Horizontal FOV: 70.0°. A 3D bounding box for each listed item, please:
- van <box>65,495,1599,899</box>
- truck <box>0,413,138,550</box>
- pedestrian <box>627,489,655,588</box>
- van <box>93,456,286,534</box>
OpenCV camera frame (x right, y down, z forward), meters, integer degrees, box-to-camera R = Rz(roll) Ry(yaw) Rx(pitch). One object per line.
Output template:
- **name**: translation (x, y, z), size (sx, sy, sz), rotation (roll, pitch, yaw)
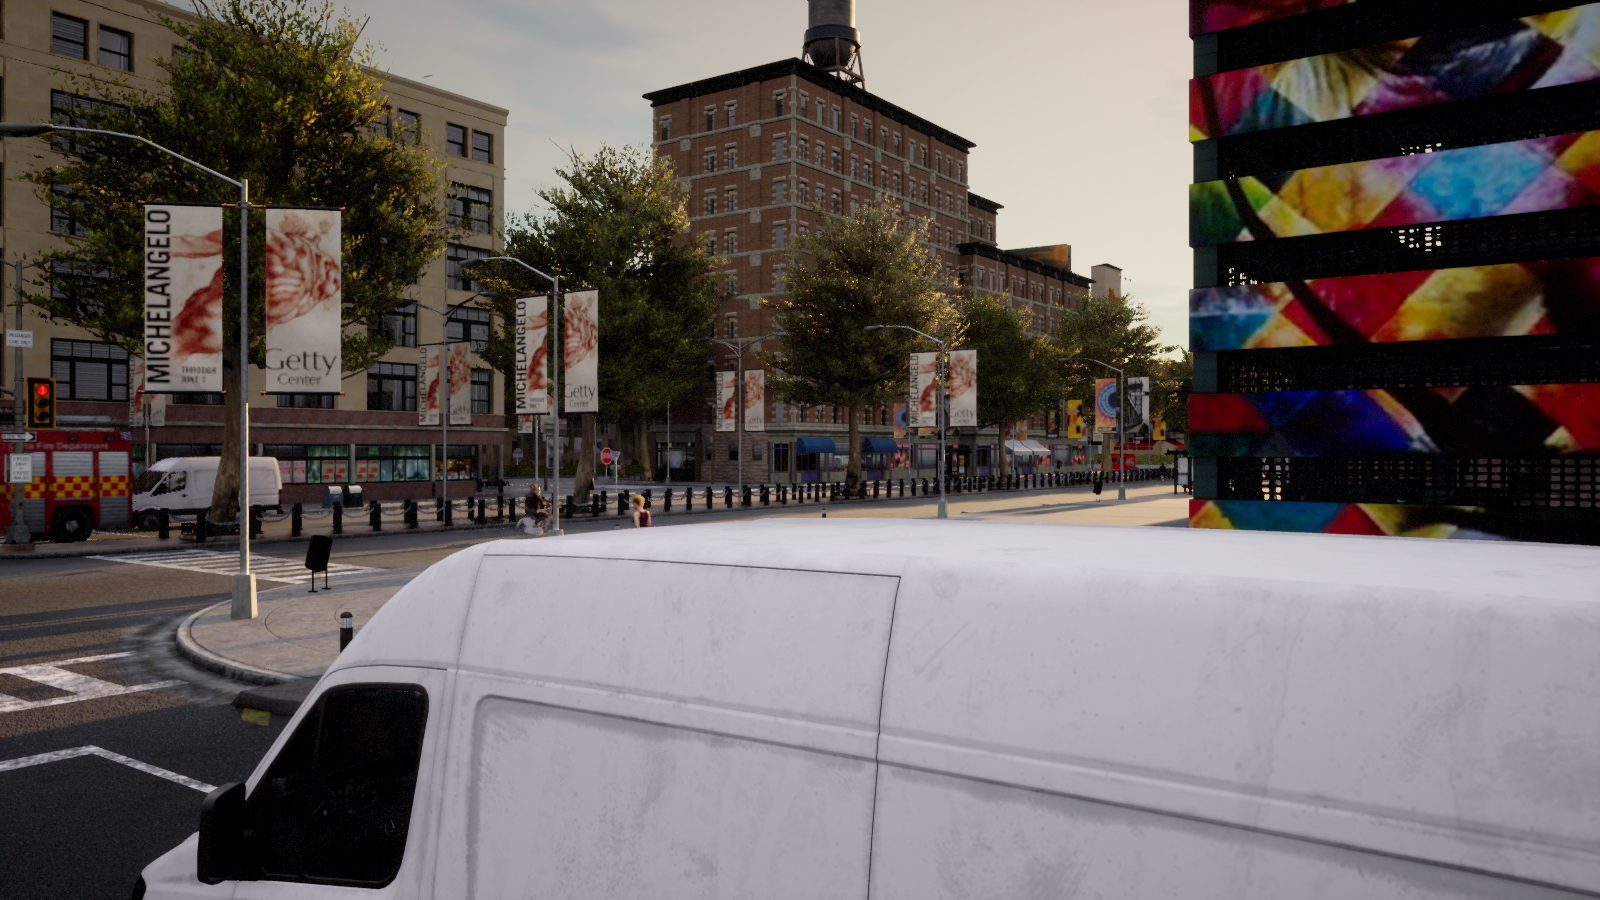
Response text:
- **van**: translation (-0.118, 1.534, 3.913), size (5.915, 2.561, 1.988), rotation (0, 0, 36)
- **truck**: translation (-23.891, 0.890, 32.414), size (2.891, 3.827, 8.468), rotation (0, 0, 33)
- **pedestrian**: translation (-3.062, 1.696, 21.964), size (0.375, 1.860, 0.375), rotation (0, 0, 41)
- **van**: translation (-21.993, 1.534, 41.444), size (1.988, 2.561, 5.915), rotation (0, 0, 36)
